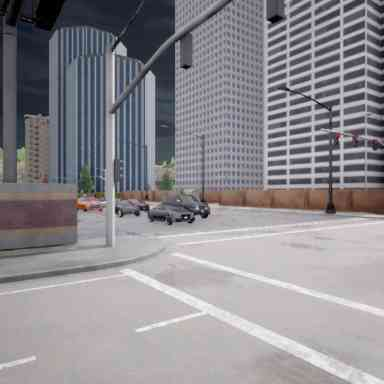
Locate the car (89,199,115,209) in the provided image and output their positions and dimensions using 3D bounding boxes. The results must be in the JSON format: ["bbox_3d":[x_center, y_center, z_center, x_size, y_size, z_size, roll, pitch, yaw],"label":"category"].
[{"bbox_3d":[-12.429,1.601,45.744,1.895,1.301,4.718,0,0,-35],"label":"car"}]

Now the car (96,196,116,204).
[{"bbox_3d":[-16.667,1.547,64.169,2.033,1.411,5.357,0,0,-34],"label":"car"}]

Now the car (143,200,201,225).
[{"bbox_3d":[-1.563,1.564,24.257,1.994,1.385,4.181,0,0,-35],"label":"car"}]

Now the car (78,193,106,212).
[{"bbox_3d":[-12.189,1.352,39.315,2.097,1.767,4.553,0,0,-35],"label":"car"}]

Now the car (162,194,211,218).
[{"bbox_3d":[-0.715,1.221,29.123,2.150,2.045,5.566,0,0,-35],"label":"car"}]

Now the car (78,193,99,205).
[{"bbox_3d":[-19.256,1.222,61.786,2.150,2.045,5.566,0,0,-35],"label":"car"}]

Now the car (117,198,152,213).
[{"bbox_3d":[-6.508,1.478,37.328,1.882,1.535,5.008,0,0,-35],"label":"car"}]

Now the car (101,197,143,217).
[{"bbox_3d":[-6.541,1.505,31.303,1.837,1.490,4.892,0,0,-35],"label":"car"}]
